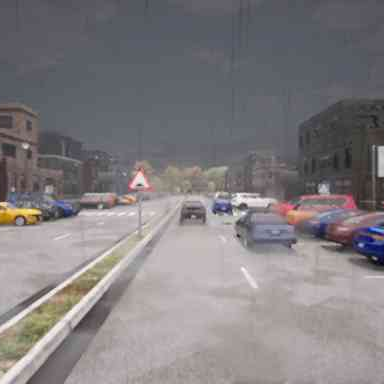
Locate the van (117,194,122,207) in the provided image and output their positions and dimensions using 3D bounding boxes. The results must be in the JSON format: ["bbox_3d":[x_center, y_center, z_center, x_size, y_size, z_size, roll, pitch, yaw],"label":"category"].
[{"bbox_3d":[-12.736,1.170,47.227,4.442,1.987,1.878,0,0,0],"label":"van"}]

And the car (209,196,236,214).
[{"bbox_3d":[3.072,1.457,34.662,1.882,1.535,5.008,0,0,0],"label":"car"}]

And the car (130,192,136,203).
[{"bbox_3d":[-12.650,1.241,58.345,4.553,1.767,2.185,0,0,0],"label":"car"}]

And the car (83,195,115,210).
[{"bbox_3d":[-12.613,1.410,41.669,4.892,1.521,2.231,0,0,0],"label":"car"}]

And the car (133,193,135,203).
[{"bbox_3d":[-12.613,1.374,55.566,5.008,1.535,2.097,0,0,0],"label":"car"}]

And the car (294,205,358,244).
[{"bbox_3d":[7.626,1.511,15.812,4.674,1.452,2.002,0,0,0],"label":"car"}]

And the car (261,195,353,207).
[{"bbox_3d":[7.597,1.219,21.197,5.566,2.045,2.435,0,0,0],"label":"car"}]

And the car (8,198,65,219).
[{"bbox_3d":[-12.615,1.441,24.992,4.892,1.521,2.231,0,0,0],"label":"car"}]

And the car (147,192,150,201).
[{"bbox_3d":[-12.611,1.341,75.020,4.892,1.521,2.231,0,0,0],"label":"car"}]

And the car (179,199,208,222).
[{"bbox_3d":[0.086,1.466,24.944,1.837,1.490,4.892,0,-1,0],"label":"car"}]

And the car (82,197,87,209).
[{"bbox_3d":[-12.591,1.461,30.551,4.792,1.488,2.163,0,0,0],"label":"car"}]

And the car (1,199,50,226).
[{"bbox_3d":[-12.626,1.445,22.212,5.008,1.535,2.097,0,0,0],"label":"car"}]

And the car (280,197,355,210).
[{"bbox_3d":[7.596,1.346,18.440,4.553,1.767,2.185,0,0,0],"label":"car"}]

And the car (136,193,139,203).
[{"bbox_3d":[-12.614,1.360,61.127,5.008,1.535,2.097,0,0,0],"label":"car"}]

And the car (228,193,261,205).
[{"bbox_3d":[7.640,1.196,40.501,5.566,2.045,2.435,0,0,0],"label":"car"}]

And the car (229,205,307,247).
[{"bbox_3d":[3.089,1.538,14.842,2.033,1.411,5.357,0,0,0],"label":"car"}]

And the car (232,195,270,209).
[{"bbox_3d":[7.641,1.315,43.137,4.553,1.767,2.185,0,0,0],"label":"car"}]

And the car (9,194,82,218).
[{"bbox_3d":[-12.592,1.185,27.770,5.566,2.045,2.435,0,0,0],"label":"car"}]

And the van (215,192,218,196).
[{"bbox_3d":[7.707,1.140,70.835,4.442,1.987,1.878,0,0,0],"label":"van"}]

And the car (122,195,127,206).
[{"bbox_3d":[-12.621,1.429,50.007,4.674,1.452,2.002,0,0,0],"label":"car"}]

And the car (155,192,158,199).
[{"bbox_3d":[-12.587,1.096,88.913,5.566,2.045,2.435,0,0,0],"label":"car"}]

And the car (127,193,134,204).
[{"bbox_3d":[-12.433,1.378,52.787,5.366,1.575,1.946,0,0,0],"label":"car"}]

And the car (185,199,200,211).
[{"bbox_3d":[0.066,1.564,42.260,1.895,1.301,4.718,0,0,0],"label":"car"}]

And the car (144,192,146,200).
[{"bbox_3d":[-12.586,1.219,69.462,4.553,1.767,2.185,0,0,0],"label":"car"}]

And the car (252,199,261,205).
[{"bbox_3d":[7.592,1.498,26.714,4.792,1.488,2.163,0,0,0],"label":"car"}]

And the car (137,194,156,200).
[{"bbox_3d":[-12.609,1.355,91.693,4.892,1.521,2.231,0,0,0],"label":"car"}]

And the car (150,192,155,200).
[{"bbox_3d":[-12.588,1.088,80.578,5.566,2.045,2.435,0,0,0],"label":"car"}]

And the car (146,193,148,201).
[{"bbox_3d":[-12.614,1.381,72.241,4.674,1.452,2.002,0,0,0],"label":"car"}]

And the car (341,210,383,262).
[{"bbox_3d":[7.628,1.470,10.167,5.008,1.535,2.097,0,0,0],"label":"car"}]

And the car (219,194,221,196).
[{"bbox_3d":[7.596,1.430,59.807,4.674,1.452,2.002,0,0,0],"label":"car"}]

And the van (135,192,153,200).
[{"bbox_3d":[-12.499,1.119,86.136,4.442,1.987,1.878,0,0,0],"label":"van"}]

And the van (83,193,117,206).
[{"bbox_3d":[-12.736,1.176,44.448,4.442,1.987,1.878,0,0,0],"label":"van"}]

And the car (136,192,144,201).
[{"bbox_3d":[-12.586,1.222,66.681,4.553,1.767,2.185,0,0,0],"label":"car"}]

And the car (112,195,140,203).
[{"bbox_3d":[-12.624,1.355,63.903,4.892,1.521,2.231,0,0,0],"label":"car"}]

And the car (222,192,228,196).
[{"bbox_3d":[7.634,1.174,48.776,5.566,2.045,2.435,0,0,0],"label":"car"}]

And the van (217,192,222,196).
[{"bbox_3d":[7.711,1.150,65.323,4.442,1.987,1.878,0,0,0],"label":"van"}]

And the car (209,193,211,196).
[{"bbox_3d":[7.764,1.359,87.378,5.366,1.575,1.946,0,0,0],"label":"car"}]

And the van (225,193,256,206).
[{"bbox_3d":[7.487,1.190,51.534,4.442,1.987,1.878,0,0,0],"label":"van"}]

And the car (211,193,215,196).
[{"bbox_3d":[7.617,1.111,73.593,5.566,2.045,2.435,0,0,0],"label":"car"}]

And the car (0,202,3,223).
[{"bbox_3d":[-12.634,1.452,16.536,5.008,1.535,2.097,0,0,0],"label":"car"}]
